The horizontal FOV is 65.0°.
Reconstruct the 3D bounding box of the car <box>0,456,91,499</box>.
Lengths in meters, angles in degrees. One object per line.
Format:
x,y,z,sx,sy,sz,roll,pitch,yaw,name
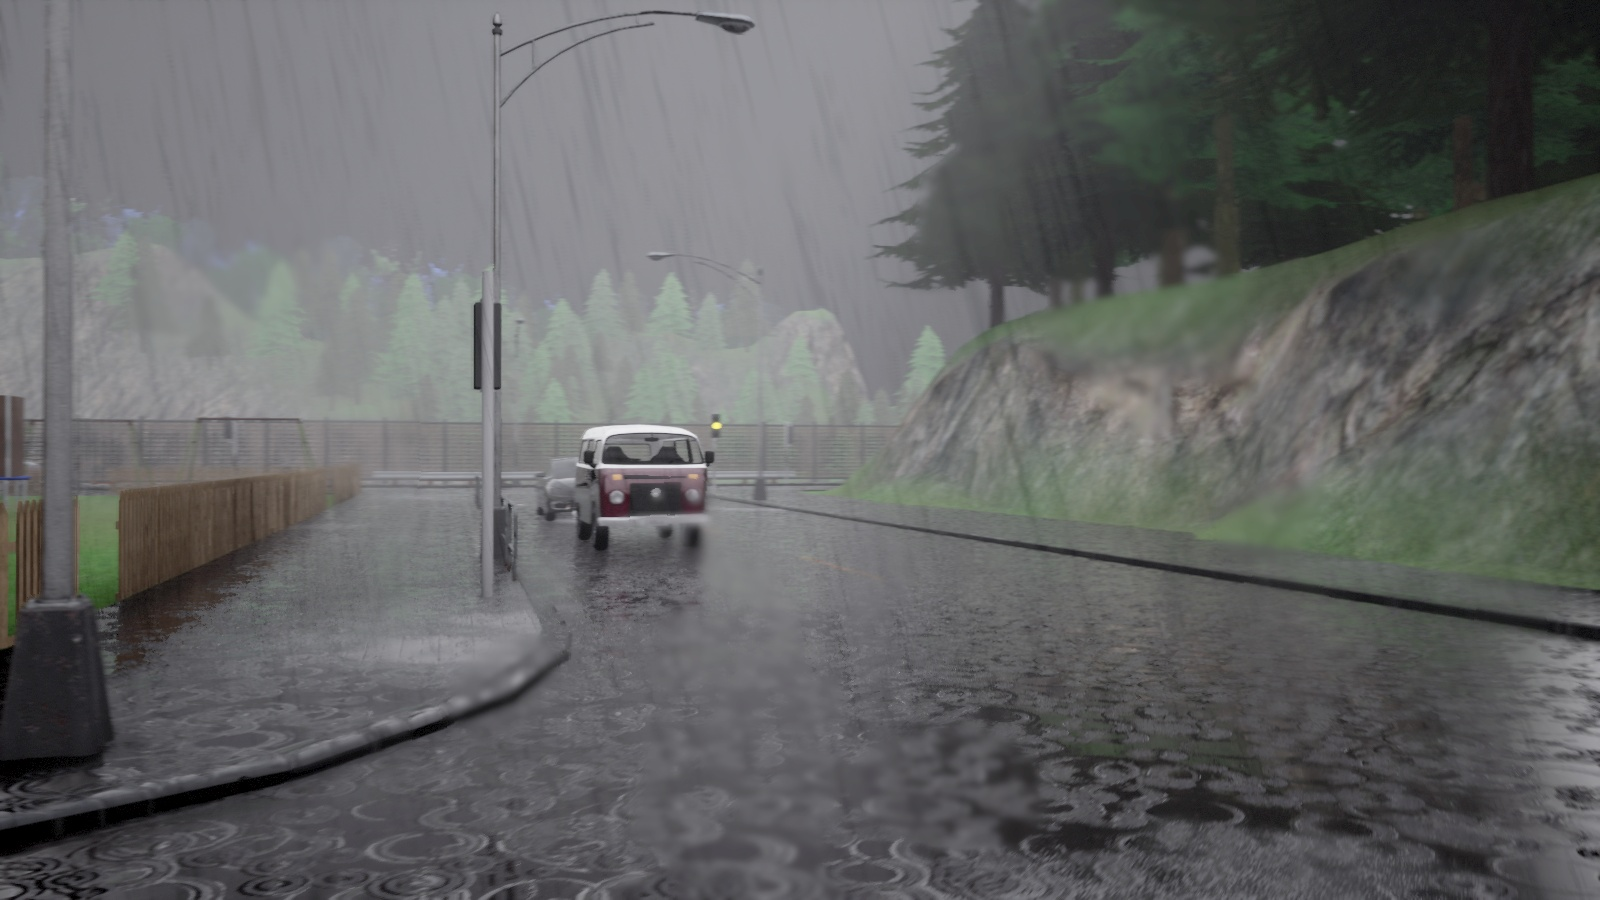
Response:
-30.815,1.059,49.304,4.856,1.649,2.033,0,0,-15,car

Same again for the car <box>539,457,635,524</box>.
-5.278,0.932,30.701,1.837,1.490,4.892,0,0,-15,car

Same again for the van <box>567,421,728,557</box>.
-2.712,0.591,21.278,2.069,2.038,4.480,0,0,-15,van
